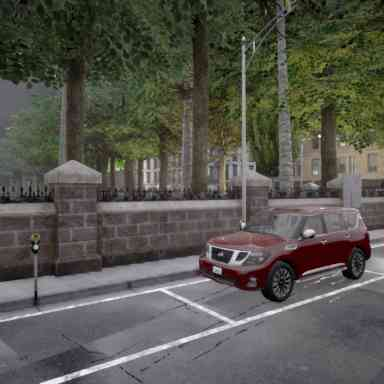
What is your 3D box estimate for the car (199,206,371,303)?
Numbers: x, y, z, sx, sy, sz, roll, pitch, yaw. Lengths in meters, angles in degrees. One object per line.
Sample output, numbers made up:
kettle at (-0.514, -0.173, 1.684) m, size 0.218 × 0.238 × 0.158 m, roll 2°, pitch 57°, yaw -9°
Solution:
car at (2.560, 1.314, 8.418) m, size 5.009 × 1.841 × 2.192 m, roll 0°, pitch 0°, yaw -36°
